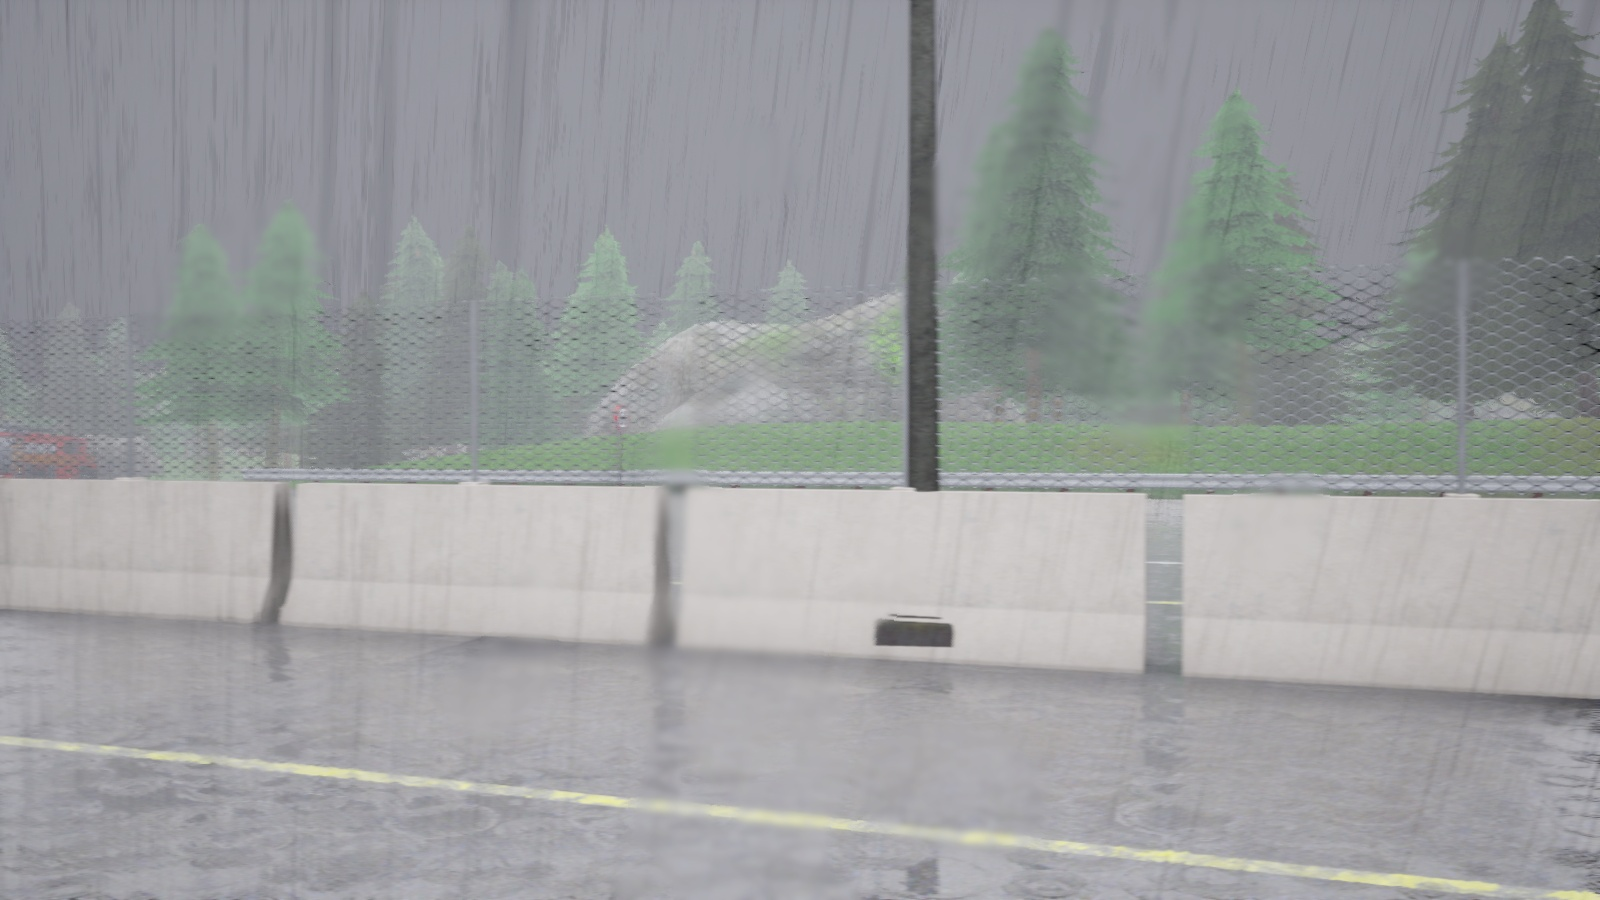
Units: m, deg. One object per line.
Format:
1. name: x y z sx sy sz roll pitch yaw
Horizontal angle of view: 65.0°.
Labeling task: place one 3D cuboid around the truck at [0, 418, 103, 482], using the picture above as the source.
1. truck: -49.460 0.121 82.160 2.891 3.827 8.468 0 -2 0
